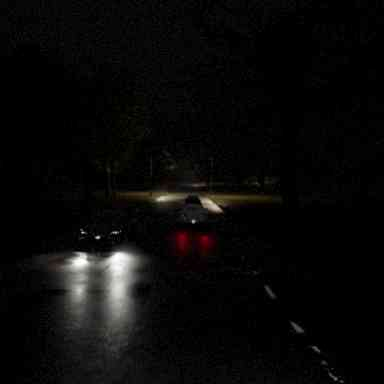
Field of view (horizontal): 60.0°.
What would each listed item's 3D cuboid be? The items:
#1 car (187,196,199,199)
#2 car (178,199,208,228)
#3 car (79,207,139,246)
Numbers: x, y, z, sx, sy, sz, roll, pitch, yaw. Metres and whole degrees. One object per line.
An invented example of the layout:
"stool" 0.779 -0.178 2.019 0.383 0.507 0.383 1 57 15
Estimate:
"car" 0.097 1.185 39.069 1.837 1.490 4.892 0 2 0
"car" 0.088 1.449 21.526 1.812 1.442 4.674 0 1 0
"car" -3.581 1.479 15.098 1.837 1.490 4.892 0 0 0
